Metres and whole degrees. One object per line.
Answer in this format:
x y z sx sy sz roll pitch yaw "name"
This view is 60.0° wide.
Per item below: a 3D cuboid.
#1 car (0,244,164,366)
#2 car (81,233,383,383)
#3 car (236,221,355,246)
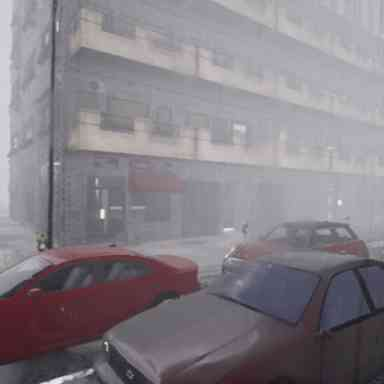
-1.932 1.557 5.174 4.507 1.381 1.887 1 0 -35 "car"
1.550 1.582 4.482 5.357 1.411 2.033 1 0 -35 "car"
2.701 1.505 8.478 4.097 1.590 1.967 1 0 -35 "car"
